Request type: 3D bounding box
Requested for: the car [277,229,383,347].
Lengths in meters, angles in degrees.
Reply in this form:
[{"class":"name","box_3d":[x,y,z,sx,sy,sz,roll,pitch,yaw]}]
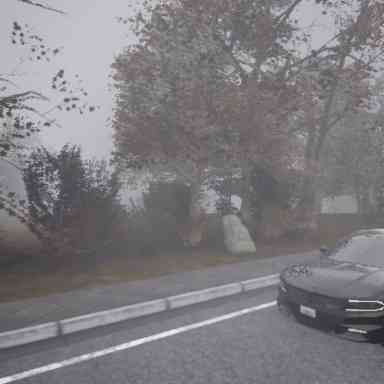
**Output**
[{"class":"car","box_3d":[3.741,1.484,6.346,5.008,1.535,1.882,0,0,-35]}]
